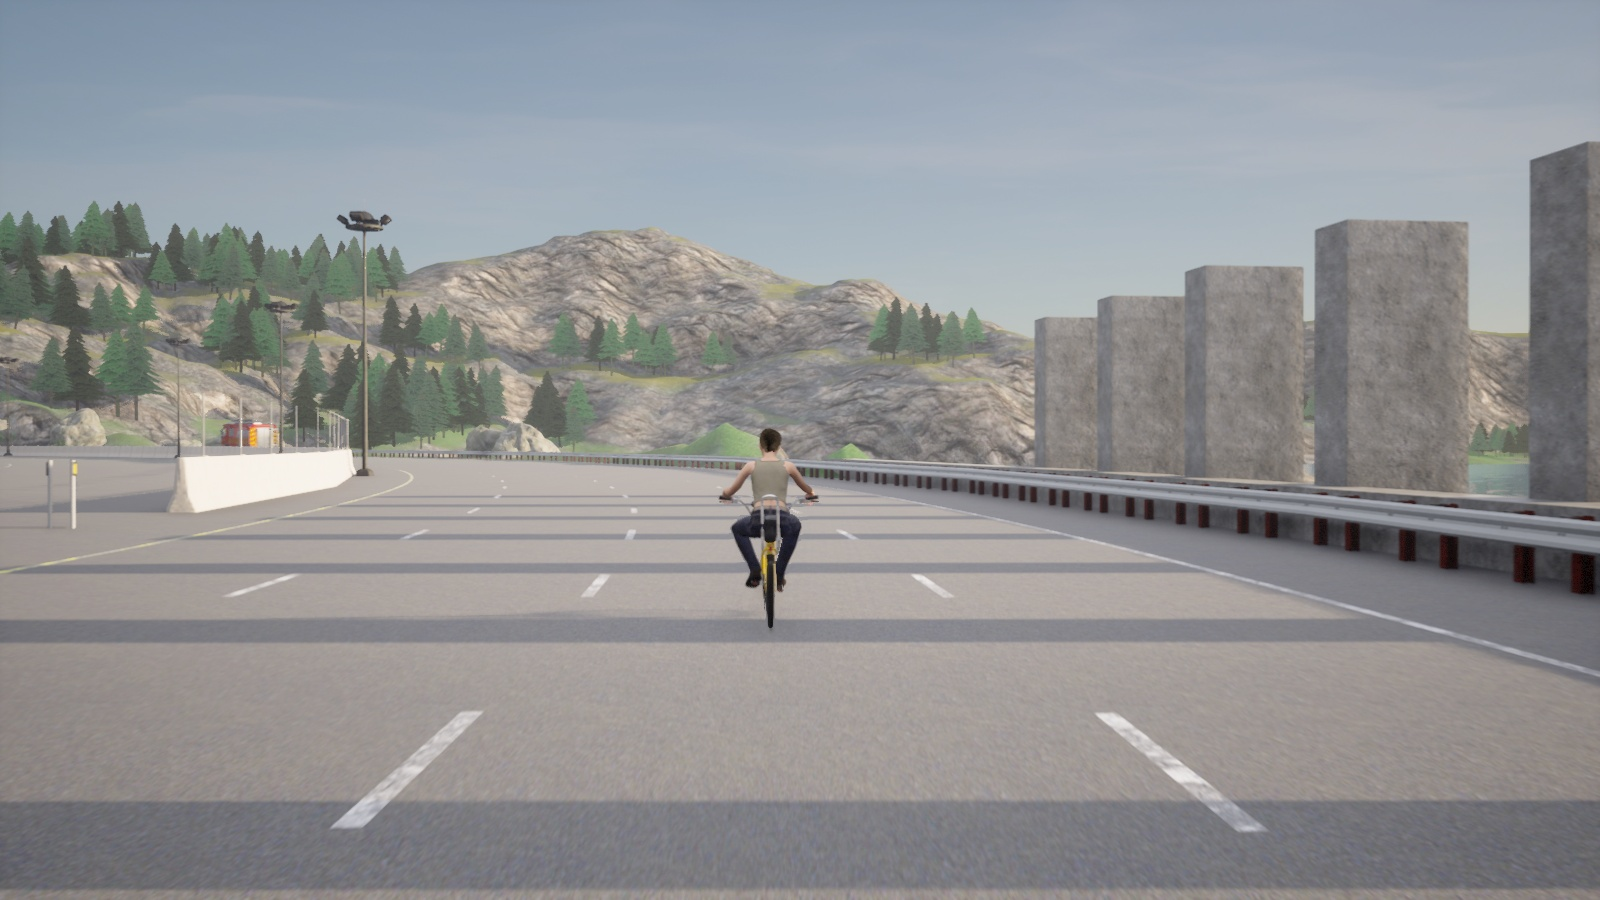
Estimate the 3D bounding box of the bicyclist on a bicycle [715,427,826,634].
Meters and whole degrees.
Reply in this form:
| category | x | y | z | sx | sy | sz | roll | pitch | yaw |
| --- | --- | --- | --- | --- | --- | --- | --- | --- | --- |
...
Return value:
| category | x | y | z | sx | sy | sz | roll | pitch | yaw |
| --- | --- | --- | --- | --- | --- | --- | --- | --- | --- |
| bicyclist on a bicycle | -0.263 | 0.623 | 10.541 | 0.866 | 1.612 | 1.509 | 0 | 0 | -3 |
